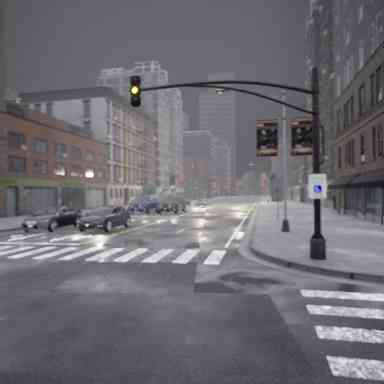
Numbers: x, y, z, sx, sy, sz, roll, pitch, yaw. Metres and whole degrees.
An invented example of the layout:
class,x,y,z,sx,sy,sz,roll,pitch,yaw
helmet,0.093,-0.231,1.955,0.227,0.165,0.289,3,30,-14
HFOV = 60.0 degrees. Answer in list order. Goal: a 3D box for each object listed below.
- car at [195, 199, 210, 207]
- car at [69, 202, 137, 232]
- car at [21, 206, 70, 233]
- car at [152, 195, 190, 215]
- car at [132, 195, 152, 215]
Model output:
class,x,y,z,sx,sy,sz,roll,pitch,yaw
car,1.741,1.839,54.481,1.895,1.301,4.718,-1,0,12
car,-5.424,1.634,21.150,1.837,1.490,4.892,-1,0,12
car,-8.767,1.668,21.252,2.128,1.511,4.902,-1,0,9
car,-2.172,1.357,36.506,2.150,2.045,5.566,-1,0,12
car,-5.312,1.405,37.373,2.150,2.045,5.566,-1,0,12
